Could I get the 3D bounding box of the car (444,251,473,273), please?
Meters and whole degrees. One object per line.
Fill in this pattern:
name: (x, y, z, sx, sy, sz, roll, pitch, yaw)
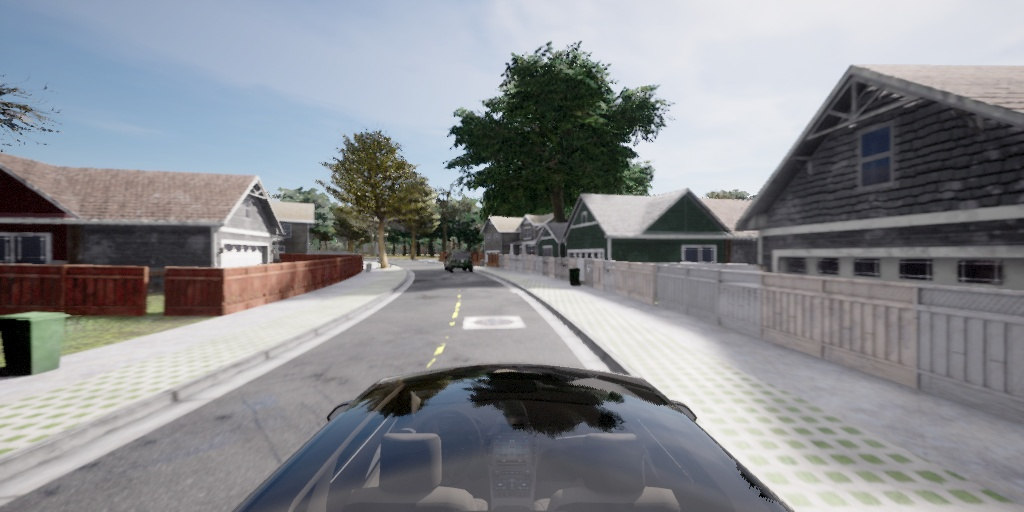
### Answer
car: (-5.242, 0.577, 34.924, 2.150, 2.045, 5.566, 0, 0, -17)
